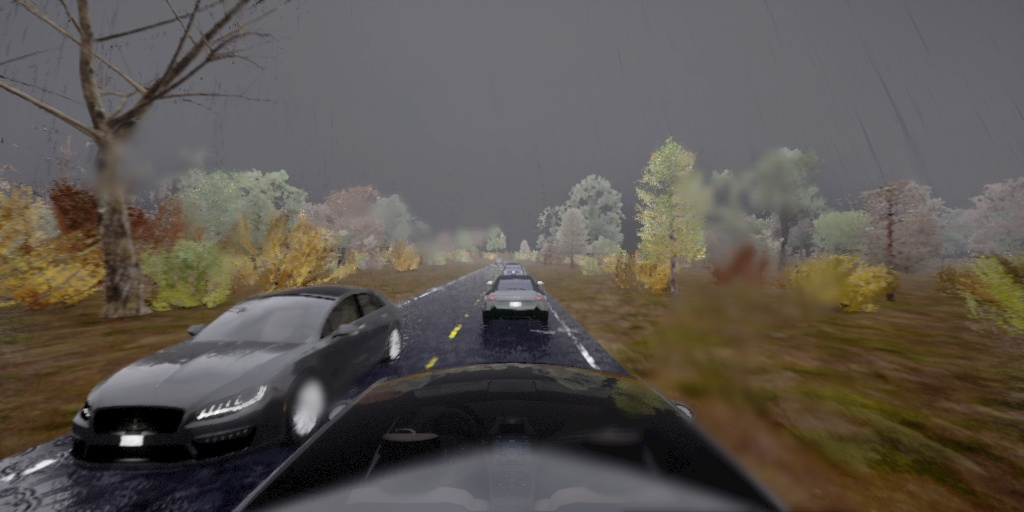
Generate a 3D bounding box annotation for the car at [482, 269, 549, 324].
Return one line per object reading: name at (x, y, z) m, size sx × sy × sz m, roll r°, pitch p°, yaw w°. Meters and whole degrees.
car at (0.100, 1.312, 11.967) m, size 1.994 × 1.385 × 4.181 m, roll 0°, pitch 0°, yaw 0°

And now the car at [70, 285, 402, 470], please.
car at (-3.100, 1.254, 5.353) m, size 1.837 × 1.490 × 4.892 m, roll 0°, pitch 0°, yaw 0°

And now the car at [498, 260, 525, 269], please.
car at (0.098, 1.293, 30.011) m, size 2.033 × 1.411 × 5.357 m, roll 0°, pitch 0°, yaw 0°
